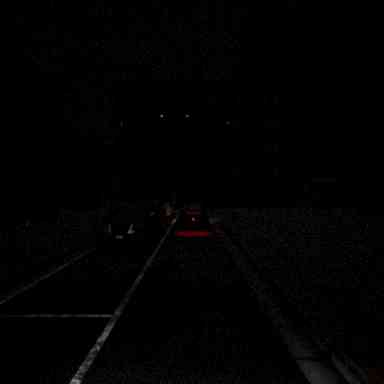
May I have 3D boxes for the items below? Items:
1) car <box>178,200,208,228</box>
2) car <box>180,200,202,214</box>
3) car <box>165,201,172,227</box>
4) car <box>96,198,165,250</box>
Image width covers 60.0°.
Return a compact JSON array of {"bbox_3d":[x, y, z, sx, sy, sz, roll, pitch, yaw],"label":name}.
[{"bbox_3d":[0.086,1.477,22.361,1.882,1.535,5.008,0,0,0],"label":"car"},{"bbox_3d":[-0.189,1.561,35.620,1.994,1.385,4.181,0,0,-5],"label":"car"},{"bbox_3d":[-2.612,1.314,20.038,2.192,1.841,5.009,1,0,0],"label":"car"},{"bbox_3d":[-2.613,1.313,14.506,2.192,1.841,5.009,1,0,0],"label":"car"}]
